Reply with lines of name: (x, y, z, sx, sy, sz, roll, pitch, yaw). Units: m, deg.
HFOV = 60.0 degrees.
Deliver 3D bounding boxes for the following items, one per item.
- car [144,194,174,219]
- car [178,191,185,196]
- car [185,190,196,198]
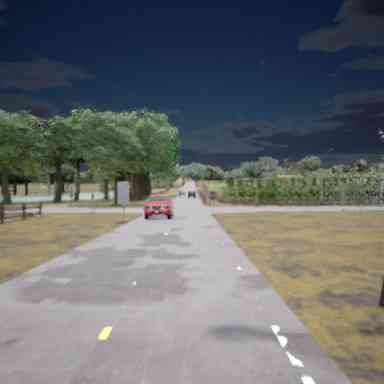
car: (-2.765, 1.218, 28.856, 2.150, 2.045, 5.566, 0, 0, 0)
car: (-2.749, 0.334, 93.045, 1.812, 1.442, 4.674, 0, 2, 0)
car: (0.001, 0.535, 88.492, 2.150, 2.045, 5.566, 0, 2, 0)
